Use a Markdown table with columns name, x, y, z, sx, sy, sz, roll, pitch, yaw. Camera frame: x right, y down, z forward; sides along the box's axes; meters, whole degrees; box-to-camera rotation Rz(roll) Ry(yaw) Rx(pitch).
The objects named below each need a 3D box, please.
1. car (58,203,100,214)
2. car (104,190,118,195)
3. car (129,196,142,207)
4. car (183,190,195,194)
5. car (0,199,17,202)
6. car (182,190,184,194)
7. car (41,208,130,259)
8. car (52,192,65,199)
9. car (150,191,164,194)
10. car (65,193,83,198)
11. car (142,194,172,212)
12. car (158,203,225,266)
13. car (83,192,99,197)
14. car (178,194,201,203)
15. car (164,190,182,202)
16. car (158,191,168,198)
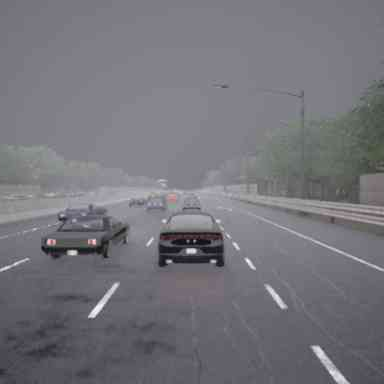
| name | x | y | z | sx | sy | sz | roll | pitch | yaw |
| --- | --- | --- | --- | --- | --- | --- | --- | --- | --- |
| car | -7.029 | 1.398 | 21.905 | 1.895 | 1.301 | 4.718 | 0 | 0 | 0 |
| car | -17.577 | 0.568 | 72.272 | 2.150 | 2.045 | 5.566 | 0 | 1 | 0 |
| car | -7.048 | 1.233 | 44.392 | 1.895 | 1.301 | 4.718 | 0 | 0 | 0 |
| car | -0.067 | 0.969 | 62.385 | 2.128 | 1.511 | 4.902 | 0 | 1 | 0 |
| car | -17.603 | 1.307 | 31.253 | 1.994 | 1.385 | 4.181 | 0 | 0 | 0 |
| car | -3.583 | 0.833 | 78.498 | 1.837 | 1.490 | 4.892 | 0 | 1 | 0 |
| car | -3.518 | 1.481 | 12.014 | 1.895 | 1.301 | 4.718 | 0 | 1 | 0 |
| car | -28.076 | 0.735 | 70.828 | 1.837 | 1.490 | 4.892 | 0 | 1 | 0 |
| car | -7.067 | 0.841 | 62.308 | 2.097 | 1.767 | 4.553 | 0 | 1 | 0 |
| car | -24.576 | 0.825 | 70.803 | 1.895 | 1.301 | 4.718 | 0 | 1 | 0 |
| car | -3.540 | 1.244 | 34.487 | 2.033 | 1.411 | 5.357 | 0 | 0 | 0 |
| car | -0.019 | 1.362 | 11.118 | 1.882 | 1.535 | 5.008 | 0 | 1 | 0 |
| car | -21.076 | 0.748 | 70.835 | 1.812 | 1.442 | 4.674 | 0 | 1 | 0 |
| car | -0.042 | 1.245 | 33.591 | 2.033 | 1.411 | 5.357 | 0 | 0 | 0 |
| car | -3.567 | 0.835 | 62.311 | 2.097 | 1.767 | 4.553 | 0 | 1 | 0 |
| car | -7.087 | 0.655 | 82.450 | 2.097 | 1.767 | 4.553 | 0 | 1 | 0 |
